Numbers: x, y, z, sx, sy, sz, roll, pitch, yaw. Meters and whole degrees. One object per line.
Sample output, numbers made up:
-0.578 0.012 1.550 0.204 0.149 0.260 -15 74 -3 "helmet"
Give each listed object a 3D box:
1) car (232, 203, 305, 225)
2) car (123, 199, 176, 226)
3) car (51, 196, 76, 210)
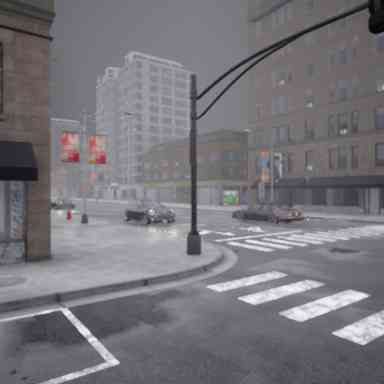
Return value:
5.257 1.494 23.563 2.033 1.411 5.357 0 0 -38 "car"
-3.051 1.311 23.356 2.097 1.767 4.553 0 0 -36 "car"
-16.057 1.277 41.404 2.097 1.767 4.553 0 0 -36 "car"
